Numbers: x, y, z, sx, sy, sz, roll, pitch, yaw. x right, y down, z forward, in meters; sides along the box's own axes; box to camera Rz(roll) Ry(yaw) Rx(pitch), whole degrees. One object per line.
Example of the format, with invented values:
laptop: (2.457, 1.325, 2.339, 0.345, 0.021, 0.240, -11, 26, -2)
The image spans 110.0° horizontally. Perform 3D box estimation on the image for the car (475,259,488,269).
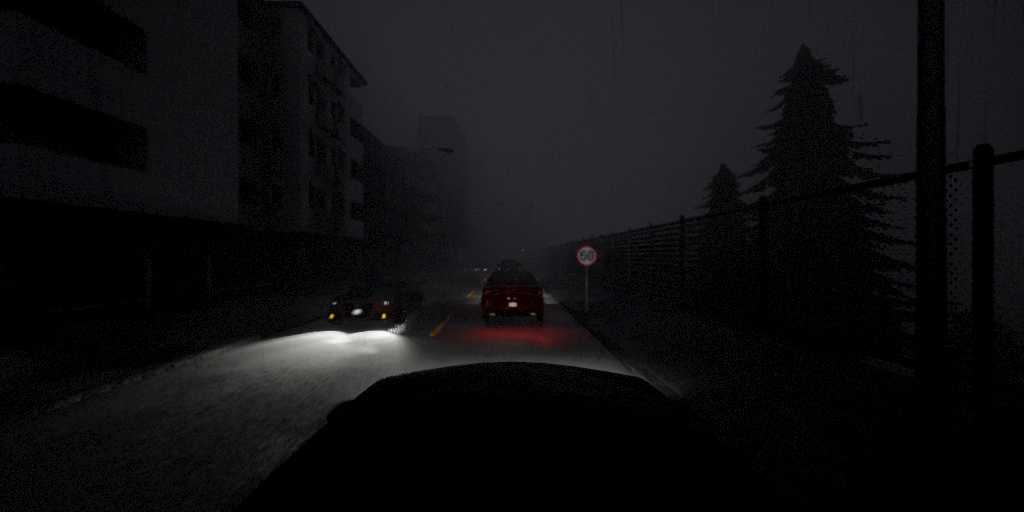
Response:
car: (-4.678, 1.204, 55.619, 2.033, 1.411, 5.357, 0, 0, 0)

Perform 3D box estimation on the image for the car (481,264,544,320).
car: (-0.008, 1.205, 12.541, 1.882, 1.535, 5.008, 0, 0, -1)

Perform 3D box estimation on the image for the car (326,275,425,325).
car: (-4.204, 1.312, 11.689, 1.994, 1.385, 4.181, 0, 0, -1)

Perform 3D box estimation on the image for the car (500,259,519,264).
car: (-0.219, 1.043, 29.703, 2.097, 1.767, 4.553, 0, 0, -1)
